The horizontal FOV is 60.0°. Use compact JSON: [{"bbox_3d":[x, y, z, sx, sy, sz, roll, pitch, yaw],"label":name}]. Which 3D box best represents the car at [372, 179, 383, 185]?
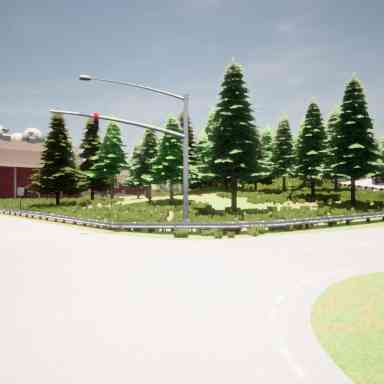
[{"bbox_3d":[29.087,-1.912,51.437,1.837,1.490,4.892,0,5,21],"label":"car"}]
